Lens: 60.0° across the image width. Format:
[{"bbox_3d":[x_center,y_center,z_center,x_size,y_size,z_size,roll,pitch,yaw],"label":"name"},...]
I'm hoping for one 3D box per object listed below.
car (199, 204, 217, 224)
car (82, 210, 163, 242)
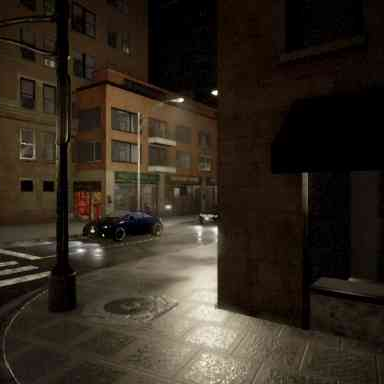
[{"bbox_3d":[2.362,1.580,24.711,1.812,1.442,4.674,0,0,35],"label":"car"},{"bbox_3d":[-3.353,1.595,16.704,1.994,1.385,4.181,0,0,35],"label":"car"}]
